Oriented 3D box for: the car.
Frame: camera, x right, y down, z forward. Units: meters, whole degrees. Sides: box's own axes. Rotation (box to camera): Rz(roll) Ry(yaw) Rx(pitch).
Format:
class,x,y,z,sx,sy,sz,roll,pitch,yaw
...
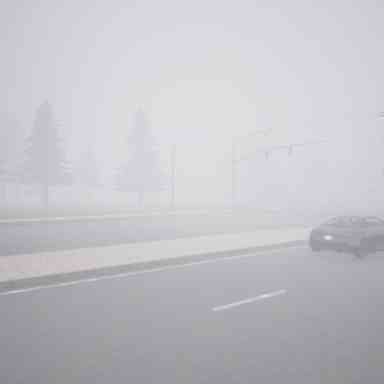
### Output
class,x,y,z,sx,sy,sz,roll,pitch,yaw
car,6.335,1.539,12.612,4.181,1.385,1.994,0,0,-35
